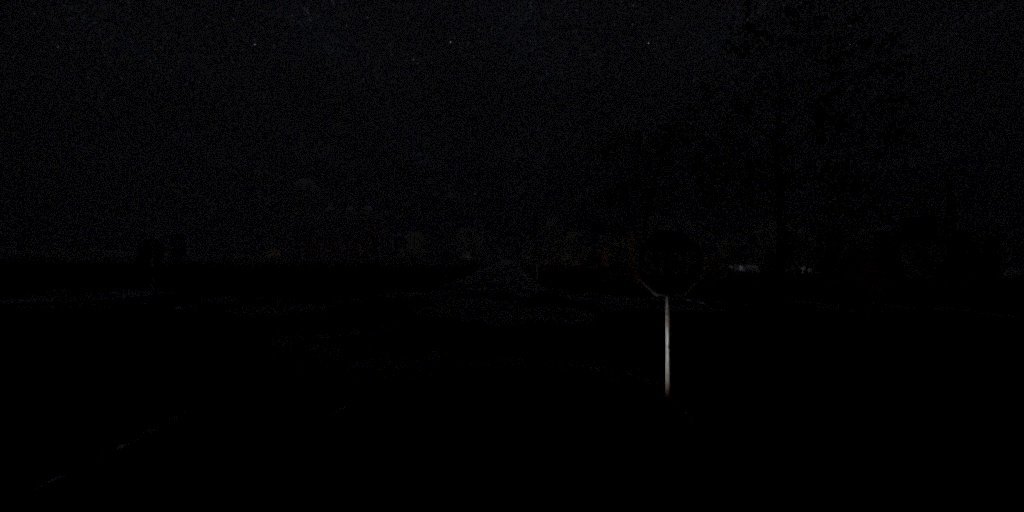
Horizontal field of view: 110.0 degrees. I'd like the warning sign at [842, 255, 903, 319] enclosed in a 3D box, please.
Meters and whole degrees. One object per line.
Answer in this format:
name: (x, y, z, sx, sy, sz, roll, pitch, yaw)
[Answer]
warning sign: (11.501, 0.997, 11.470, 1.060, 1.860, 1.300, 0, 0, 0)
